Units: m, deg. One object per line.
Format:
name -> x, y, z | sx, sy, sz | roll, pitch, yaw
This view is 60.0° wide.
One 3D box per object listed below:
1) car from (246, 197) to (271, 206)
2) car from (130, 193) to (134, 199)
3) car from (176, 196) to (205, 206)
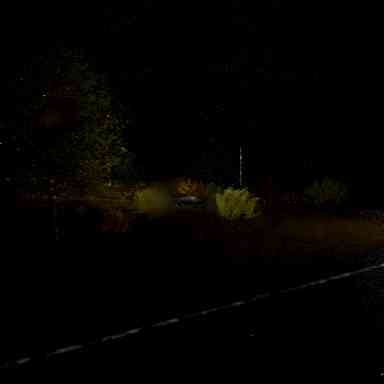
car -> 9.436, 1.409, 49.580 | 1.895, 1.301, 4.718 | 0, 0, -37
car -> -15.262, 1.084, 82.117 | 1.837, 1.490, 4.892 | 0, 0, -37
car -> -0.343, 1.342, 50.875 | 2.033, 1.411, 5.357 | 0, 0, -37
